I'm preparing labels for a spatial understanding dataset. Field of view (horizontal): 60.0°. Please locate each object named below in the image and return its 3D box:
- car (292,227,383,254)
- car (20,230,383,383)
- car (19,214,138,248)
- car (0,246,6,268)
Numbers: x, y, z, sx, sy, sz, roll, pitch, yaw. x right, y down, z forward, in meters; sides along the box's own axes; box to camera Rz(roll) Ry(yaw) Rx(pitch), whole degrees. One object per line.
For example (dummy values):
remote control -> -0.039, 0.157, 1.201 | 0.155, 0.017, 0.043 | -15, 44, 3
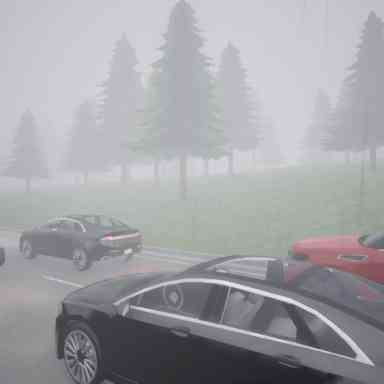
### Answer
car -> 4.248, 1.221, 5.261 | 5.566, 2.045, 2.150 | 0, 0, 36
car -> 0.440, 1.492, 3.680 | 4.902, 1.511, 2.128 | 0, 0, 36
car -> -3.798, 1.492, 10.971 | 4.902, 1.511, 2.128 | 0, 0, 36
car -> -7.085, 1.601, 9.027 | 4.718, 1.301, 1.895 | 0, 0, 36
